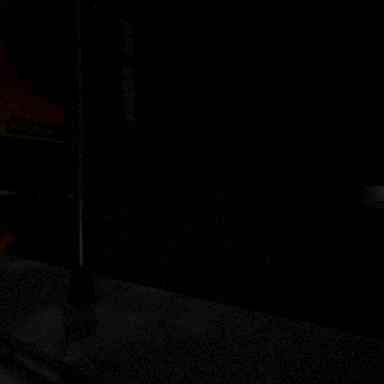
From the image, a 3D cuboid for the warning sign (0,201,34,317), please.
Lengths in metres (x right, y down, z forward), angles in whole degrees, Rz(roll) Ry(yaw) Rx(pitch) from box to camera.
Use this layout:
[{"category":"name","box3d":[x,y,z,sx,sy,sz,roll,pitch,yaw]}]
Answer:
[{"category":"warning sign","box3d":[-3.611,1.111,5.626,1.060,1.860,1.300,-1,0,35]}]
